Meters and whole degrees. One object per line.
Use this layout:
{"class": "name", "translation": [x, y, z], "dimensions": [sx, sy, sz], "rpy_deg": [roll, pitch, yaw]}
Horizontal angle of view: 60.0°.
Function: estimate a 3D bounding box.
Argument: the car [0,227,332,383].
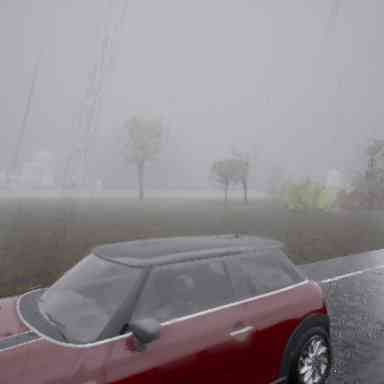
{"class": "car", "translation": [-0.557, 1.352, 3.586], "dimensions": [4.553, 1.767, 2.097], "rpy_deg": [0, 0, -35]}
